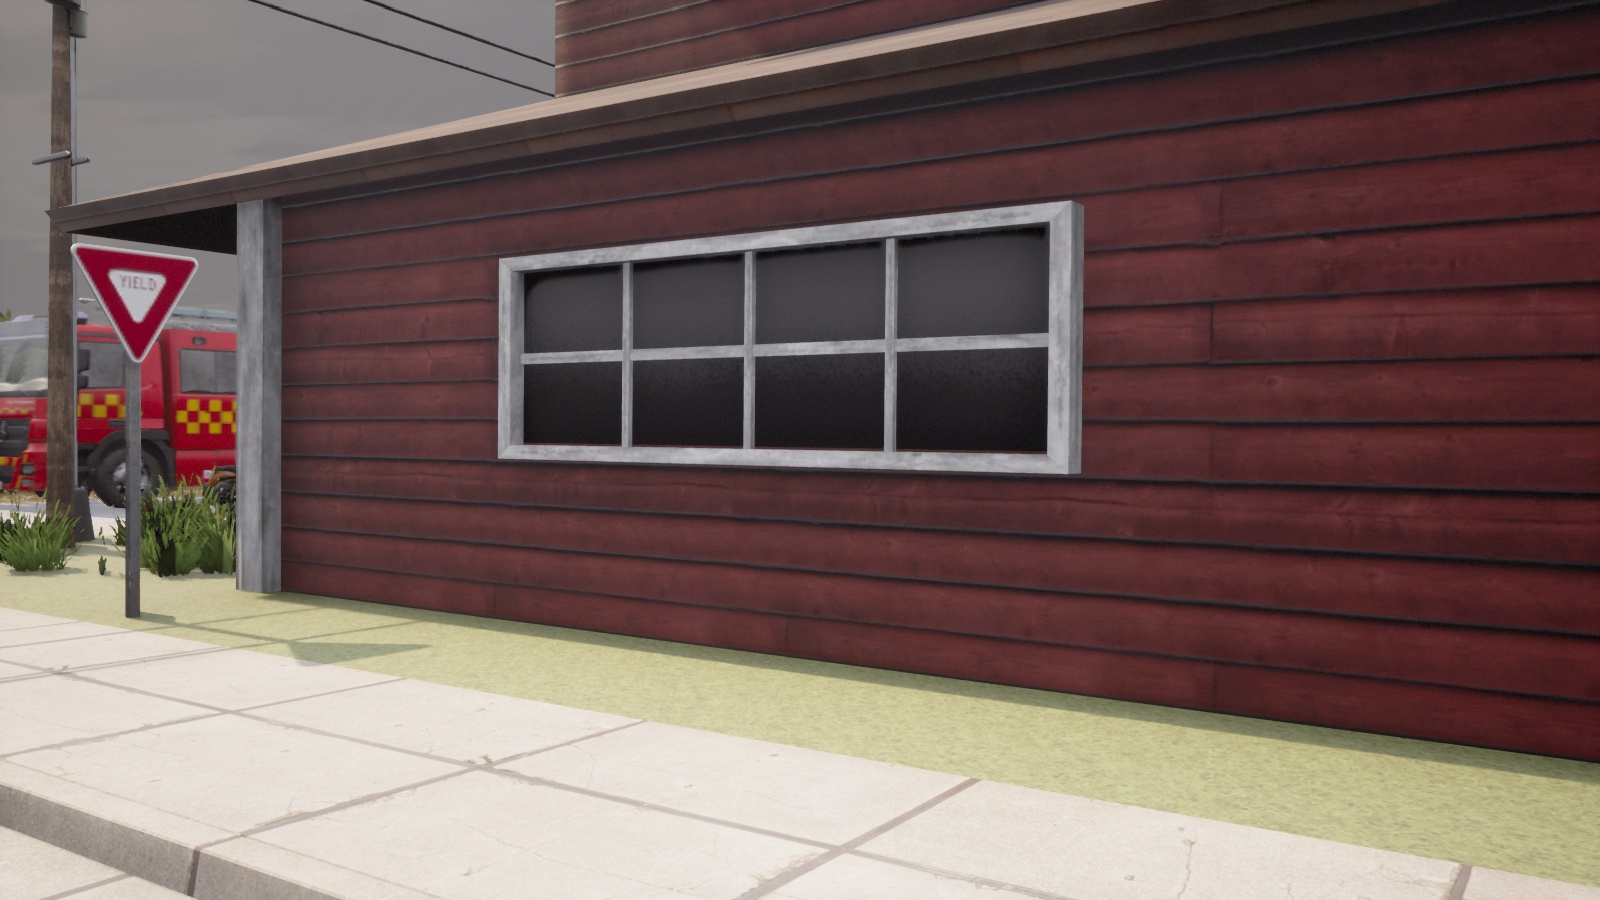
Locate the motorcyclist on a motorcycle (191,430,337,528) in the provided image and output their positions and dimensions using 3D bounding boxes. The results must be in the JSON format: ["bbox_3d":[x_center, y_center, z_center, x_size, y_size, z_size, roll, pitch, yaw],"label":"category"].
[{"bbox_3d":[-9.631,0.485,22.675,0.766,1.649,2.350,0,1,35],"label":"motorcyclist on a motorcycle"}]

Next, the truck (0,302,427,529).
[{"bbox_3d":[-11.967,-0.646,25.456,2.891,3.827,8.468,0,1,34],"label":"truck"}]
